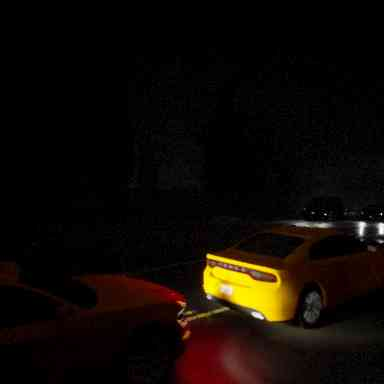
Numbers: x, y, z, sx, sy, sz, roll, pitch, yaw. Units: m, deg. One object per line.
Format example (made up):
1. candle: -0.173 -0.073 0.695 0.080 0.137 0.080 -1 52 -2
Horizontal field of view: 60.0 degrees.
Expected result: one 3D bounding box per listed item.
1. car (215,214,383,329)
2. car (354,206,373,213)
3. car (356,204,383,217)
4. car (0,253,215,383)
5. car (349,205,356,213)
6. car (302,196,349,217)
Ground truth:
1. car: 2.542 1.472 7.059 5.008 1.535 1.882 0 0 -38
2. car: 33.961 3.466 65.839 1.895 1.301 4.718 1 -2 8
3. car: 15.926 1.798 28.794 1.812 1.442 4.674 0 -1 38
4. car: -2.321 1.479 3.501 5.008 1.535 1.882 0 0 -36
5. car: 30.362 3.298 65.421 1.837 1.490 4.892 1 -2 11
6. car: 11.484 1.398 28.840 2.150 2.045 5.566 1 -1 40
